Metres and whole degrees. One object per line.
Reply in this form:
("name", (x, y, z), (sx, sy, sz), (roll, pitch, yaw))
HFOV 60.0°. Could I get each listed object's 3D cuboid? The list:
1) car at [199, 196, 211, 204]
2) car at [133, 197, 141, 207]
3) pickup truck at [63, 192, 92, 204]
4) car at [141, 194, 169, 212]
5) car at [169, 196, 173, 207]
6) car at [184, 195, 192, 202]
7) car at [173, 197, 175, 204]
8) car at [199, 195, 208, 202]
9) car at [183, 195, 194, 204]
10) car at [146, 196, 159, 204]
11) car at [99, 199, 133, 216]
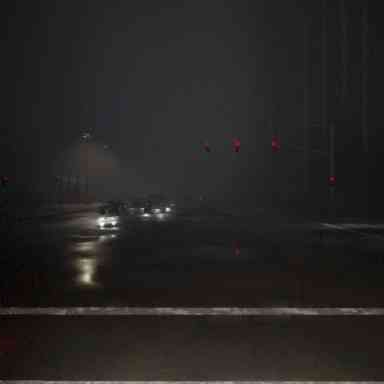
("car", (2.765, 1.490, 64.803), (2.128, 1.511, 4.902), (0, 0, -1))
("car", (-7.773, 1.477, 48.682), (1.882, 1.535, 5.008), (0, 0, -1))
("pickup truck", (-20.910, 1.058, 60.027), (2.390, 2.098, 6.274), (0, 0, 30))
("car", (-4.176, 1.221, 38.508), (2.150, 2.045, 5.566), (0, 0, -1))
("car", (-4.281, 1.600, 49.750), (1.895, 1.301, 4.718), (0, 0, -1))
("car", (-0.938, 1.477, 75.392), (1.882, 1.535, 5.008), (0, 0, -1))
("car", (-4.367, 1.477, 64.165), (1.882, 1.535, 5.008), (0, 0, 0))
("car", (2.564, 1.523, 75.187), (1.812, 1.442, 4.674), (0, 0, -1))
("car", (-0.741, 1.351, 65.389), (2.097, 1.767, 4.553), (0, 0, -1))
("car", (-7.868, 1.491, 66.797), (2.128, 1.511, 4.902), (0, 0, 0))
("car", (-7.696, 1.489, 32.876), (2.128, 1.511, 4.902), (0, 0, 2))
